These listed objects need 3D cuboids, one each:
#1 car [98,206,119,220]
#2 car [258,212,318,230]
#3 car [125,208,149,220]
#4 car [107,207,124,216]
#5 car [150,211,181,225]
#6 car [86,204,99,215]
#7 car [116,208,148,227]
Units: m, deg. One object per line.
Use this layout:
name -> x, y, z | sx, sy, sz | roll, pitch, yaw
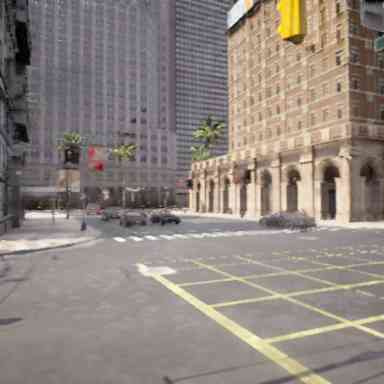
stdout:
car -> -10.772, 2.939, 44.073 | 1.837, 1.490, 4.892 | 0, -2, -23
car -> 7.841, 2.369, 27.692 | 2.033, 1.411, 5.357 | 0, -2, -27
car -> -7.601, 3.009, 45.558 | 2.033, 1.411, 5.357 | 0, -2, -23
car -> -13.974, 3.456, 60.595 | 2.128, 1.511, 4.902 | 0, -2, -23
car -> -2.862, 2.644, 34.635 | 2.033, 1.411, 5.357 | 0, -2, -24
car -> -18.452, 3.267, 62.259 | 2.150, 2.045, 5.566 | 0, -2, -23
car -> -5.920, 2.586, 32.904 | 1.812, 1.442, 4.674 | 0, -2, -24
